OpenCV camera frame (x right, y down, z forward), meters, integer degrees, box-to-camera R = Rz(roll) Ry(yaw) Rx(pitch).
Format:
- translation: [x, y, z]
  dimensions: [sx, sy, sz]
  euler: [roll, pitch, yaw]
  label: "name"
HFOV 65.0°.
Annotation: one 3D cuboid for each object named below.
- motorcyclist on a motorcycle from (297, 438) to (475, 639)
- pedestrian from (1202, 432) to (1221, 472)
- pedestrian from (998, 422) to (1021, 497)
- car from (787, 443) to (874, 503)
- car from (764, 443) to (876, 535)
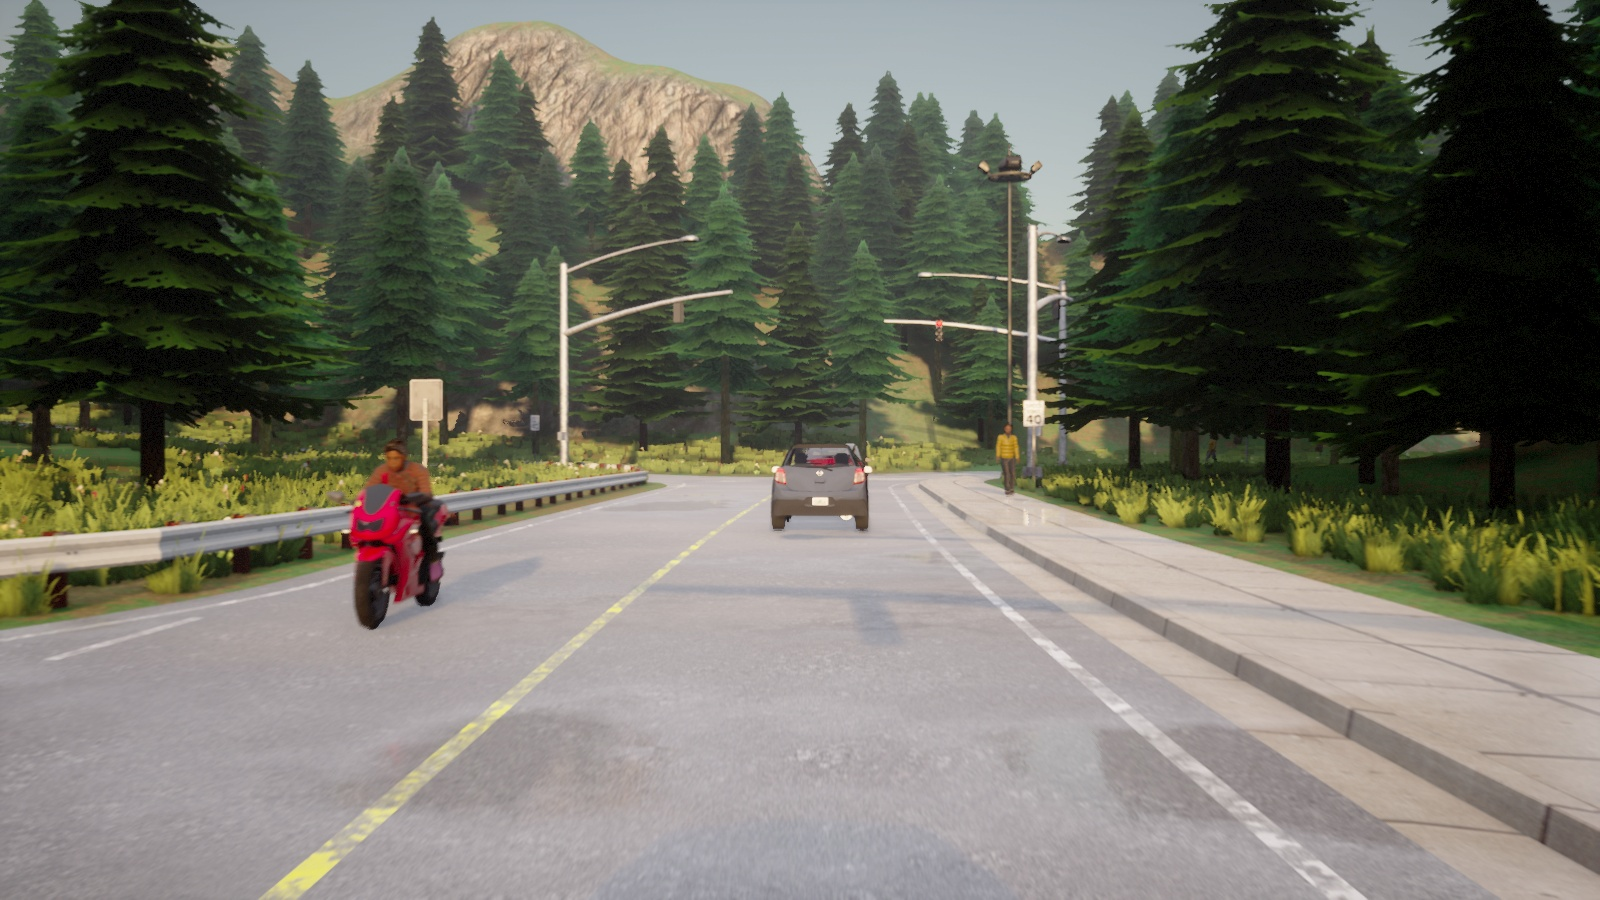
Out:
- translation: [-3.407, 0.666, 10.549]
  dimensions: [0.797, 1.523, 2.044]
  euler: [0, 0, 1]
  label: "motorcyclist on a motorcycle"
- translation: [19.364, 0.091, 59.118]
  dimensions: [0.709, 1.840, 0.431]
  euler: [0, 0, -21]
  label: "pedestrian"
- translation: [5.269, 0.235, 31.550]
  dimensions: [0.431, 1.840, 0.709]
  euler: [0, 0, -2]
  label: "pedestrian"
- translation: [0.863, 0.557, 33.673]
  dimensions: [2.163, 1.488, 4.792]
  euler: [0, 0, 3]
  label: "car"
- translation: [0.390, 0.634, 22.547]
  dimensions: [1.845, 1.501, 3.633]
  euler: [0, 0, 2]
  label: "car"
